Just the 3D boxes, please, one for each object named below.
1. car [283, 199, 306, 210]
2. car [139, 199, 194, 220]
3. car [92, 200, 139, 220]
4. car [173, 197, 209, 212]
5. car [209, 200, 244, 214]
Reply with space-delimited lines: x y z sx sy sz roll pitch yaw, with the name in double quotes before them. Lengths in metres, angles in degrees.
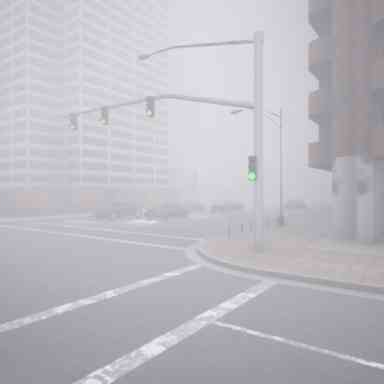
"car" 13.541 1.558 43.683 1.994 1.385 4.181 0 0 35
"car" -2.049 1.557 27.876 1.994 1.385 4.181 0 0 35
"car" -6.159 1.496 28.115 1.837 1.490 4.892 0 0 35
"car" -0.440 1.555 36.242 1.994 1.385 4.181 0 0 35
"car" 3.822 1.594 36.212 1.895 1.301 4.718 0 0 35
